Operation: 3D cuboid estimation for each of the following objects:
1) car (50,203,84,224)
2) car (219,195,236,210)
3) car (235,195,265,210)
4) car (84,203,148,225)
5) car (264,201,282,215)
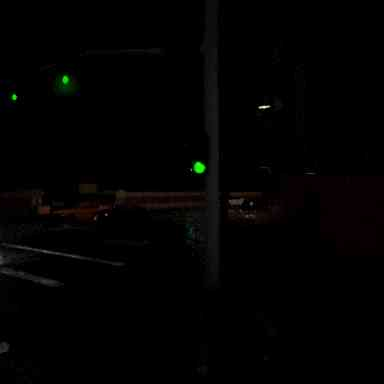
[{"bbox_3d":[-9.035,1.663,27.194,1.882,1.535,5.008,-1,0,36],"label":"car"},{"bbox_3d":[5.361,1.407,47.085,2.150,2.045,5.566,-1,-1,36],"label":"car"},{"bbox_3d":[8.241,1.506,45.094,2.097,1.767,4.553,-1,0,36],"label":"car"},{"bbox_3d":[-5.560,1.648,26.030,2.128,1.511,4.902,-1,0,36],"label":"car"},{"bbox_3d":[9.623,1.671,34.945,1.994,1.385,4.181,-1,0,36],"label":"car"}]
